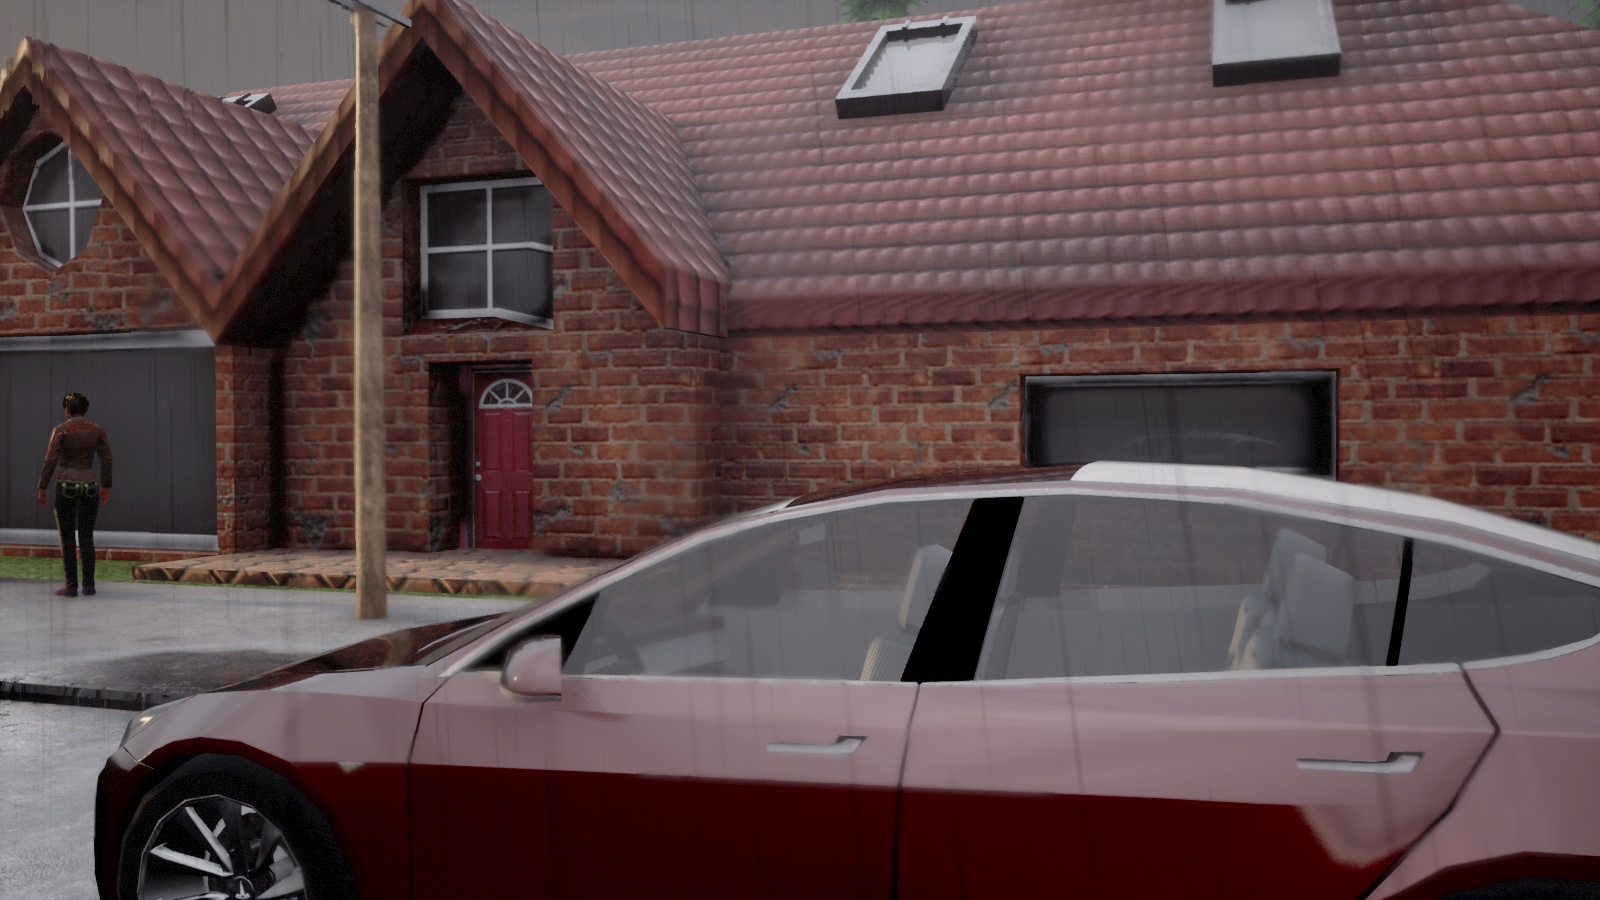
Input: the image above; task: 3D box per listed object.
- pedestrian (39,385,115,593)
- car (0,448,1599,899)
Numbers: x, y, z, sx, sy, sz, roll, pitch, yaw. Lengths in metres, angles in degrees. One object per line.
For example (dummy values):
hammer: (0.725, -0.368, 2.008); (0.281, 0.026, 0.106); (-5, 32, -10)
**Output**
pedestrian: (-6.519, 0.331, 11.311); (0.869, 1.805, 0.328); (1, 1, 42)
car: (0.350, 0.770, 3.606); (4.792, 1.488, 2.163); (1, 1, 18)
